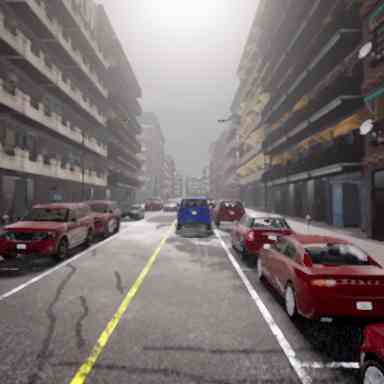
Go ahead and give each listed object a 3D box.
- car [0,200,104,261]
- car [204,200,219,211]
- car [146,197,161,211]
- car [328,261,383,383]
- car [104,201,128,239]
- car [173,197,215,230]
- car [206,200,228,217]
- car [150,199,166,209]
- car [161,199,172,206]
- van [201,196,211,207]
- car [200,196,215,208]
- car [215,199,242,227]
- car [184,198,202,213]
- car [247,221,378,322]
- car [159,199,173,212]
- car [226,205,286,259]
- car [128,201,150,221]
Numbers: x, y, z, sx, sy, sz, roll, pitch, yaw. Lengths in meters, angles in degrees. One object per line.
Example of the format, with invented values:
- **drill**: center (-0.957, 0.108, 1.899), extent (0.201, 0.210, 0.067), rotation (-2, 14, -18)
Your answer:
- **car**: center (-5.275, 1.385, 12.825), extent (2.192, 1.841, 5.009), rotation (1, 0, 0)
- **car**: center (2.606, 1.865, 45.941), extent (1.802, 1.307, 4.206), rotation (1, 0, 0)
- **car**: center (-5.235, 1.599, 46.007), extent (2.192, 1.841, 5.009), rotation (1, 0, 0)
- **car**: center (2.587, 1.554, 1.692), extent (1.887, 1.381, 4.507), rotation (1, 0, 0)
- **car**: center (-5.268, 1.416, 18.355), extent (2.192, 1.841, 5.009), rotation (1, 0, 0)
- **car**: center (0.130, 1.346, 22.361), extent (2.150, 2.045, 5.566), rotation (0, 0, 0)
- **car**: center (2.595, 1.645, 34.879), extent (1.967, 1.590, 4.097), rotation (1, 0, 0)
- **car**: center (-5.233, 1.871, 51.537), extent (1.887, 1.381, 4.507), rotation (1, 0, 0)
- **car**: center (-5.214, 2.048, 68.130), extent (1.802, 1.307, 4.206), rotation (1, 0, 0)
- **van**: center (2.631, 1.758, 62.536), extent (1.690, 1.788, 3.998), rotation (1, 0, 0)
- **car**: center (2.625, 1.685, 57.005), extent (2.192, 1.841, 5.009), rotation (1, 0, 0)
- **car**: center (2.585, 1.448, 23.817), extent (2.192, 1.841, 5.009), rotation (1, 0, 0)
- **car**: center (0.154, 1.603, 41.532), extent (2.097, 1.767, 4.553), rotation (0, 0, 0)
- **car**: center (2.593, 1.583, 7.222), extent (1.887, 1.381, 4.507), rotation (1, 0, 0)
- **car**: center (-2.700, 1.813, 43.529), extent (2.033, 1.411, 5.357), rotation (0, 0, 0)
- **car**: center (2.610, 1.509, 12.755), extent (1.967, 1.590, 4.097), rotation (1, 0, 0)
- **car**: center (-5.260, 1.734, 29.416), extent (1.947, 1.339, 4.313), rotation (1, 0, 0)
